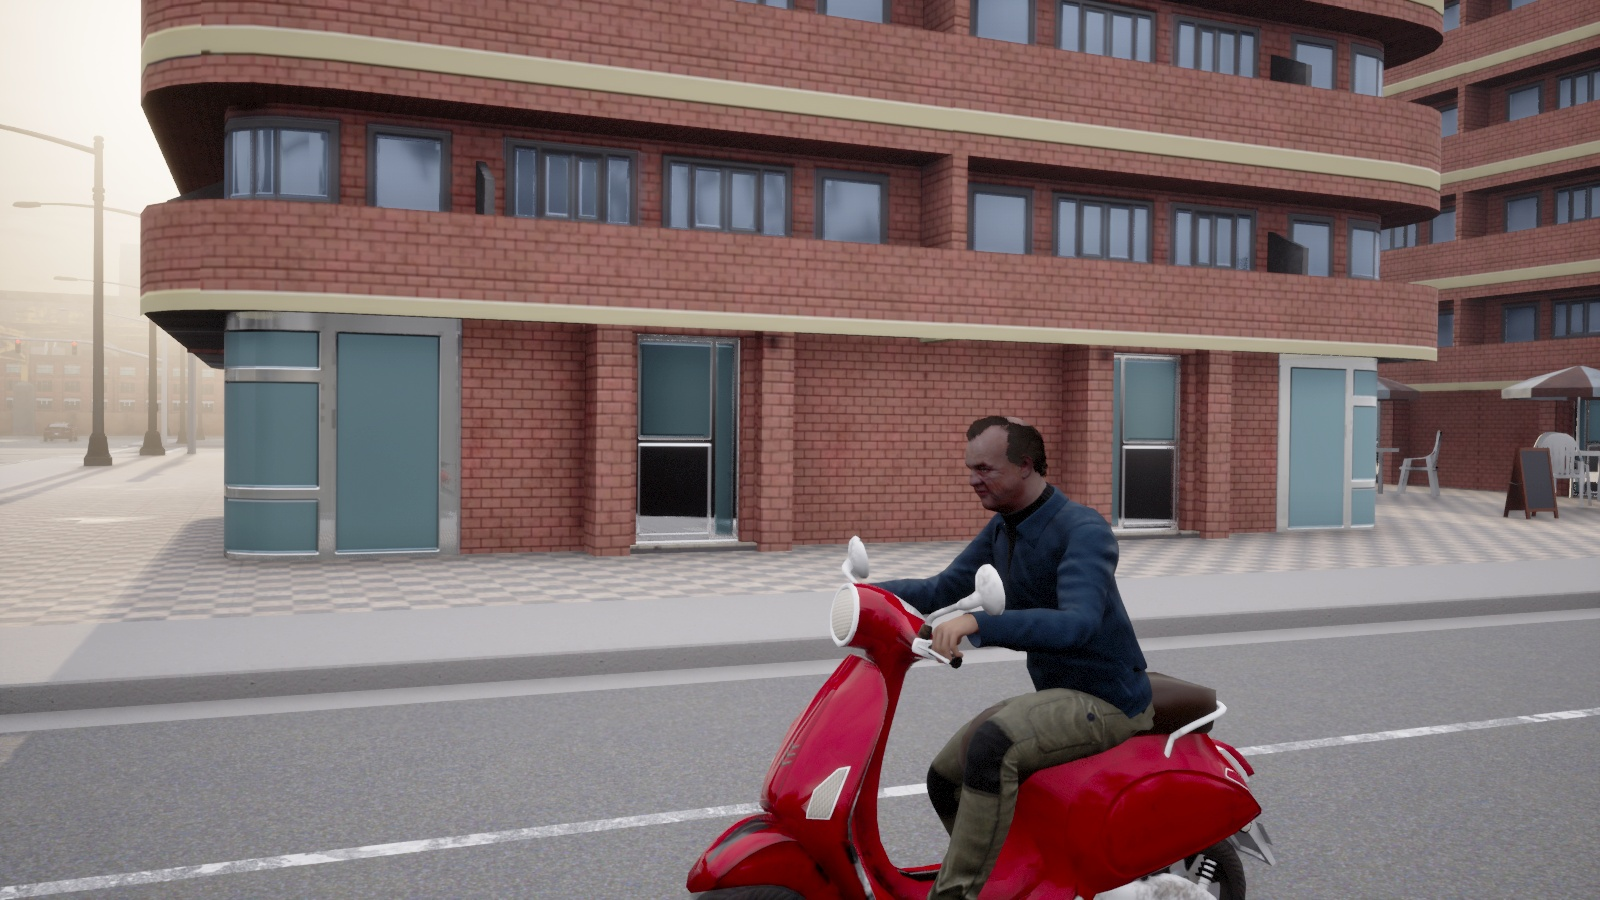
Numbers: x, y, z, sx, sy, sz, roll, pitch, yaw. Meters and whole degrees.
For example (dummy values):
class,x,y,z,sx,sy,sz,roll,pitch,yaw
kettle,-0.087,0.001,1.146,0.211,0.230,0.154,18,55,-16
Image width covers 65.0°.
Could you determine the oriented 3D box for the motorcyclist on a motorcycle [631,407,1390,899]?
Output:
class,x,y,z,sx,sy,sz,roll,pitch,yaw
motorcyclist on a motorcycle,0.546,0.691,3.382,1.817,1.590,0.866,-1,1,-21
